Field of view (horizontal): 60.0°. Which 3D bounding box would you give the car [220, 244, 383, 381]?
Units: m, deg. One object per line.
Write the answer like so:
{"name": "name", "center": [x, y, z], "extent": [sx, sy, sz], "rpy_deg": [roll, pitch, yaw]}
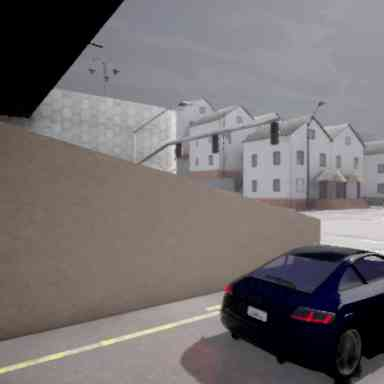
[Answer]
{"name": "car", "center": [2.504, 1.592, 5.568], "extent": [4.181, 1.385, 1.994], "rpy_deg": [0, 0, -35]}
